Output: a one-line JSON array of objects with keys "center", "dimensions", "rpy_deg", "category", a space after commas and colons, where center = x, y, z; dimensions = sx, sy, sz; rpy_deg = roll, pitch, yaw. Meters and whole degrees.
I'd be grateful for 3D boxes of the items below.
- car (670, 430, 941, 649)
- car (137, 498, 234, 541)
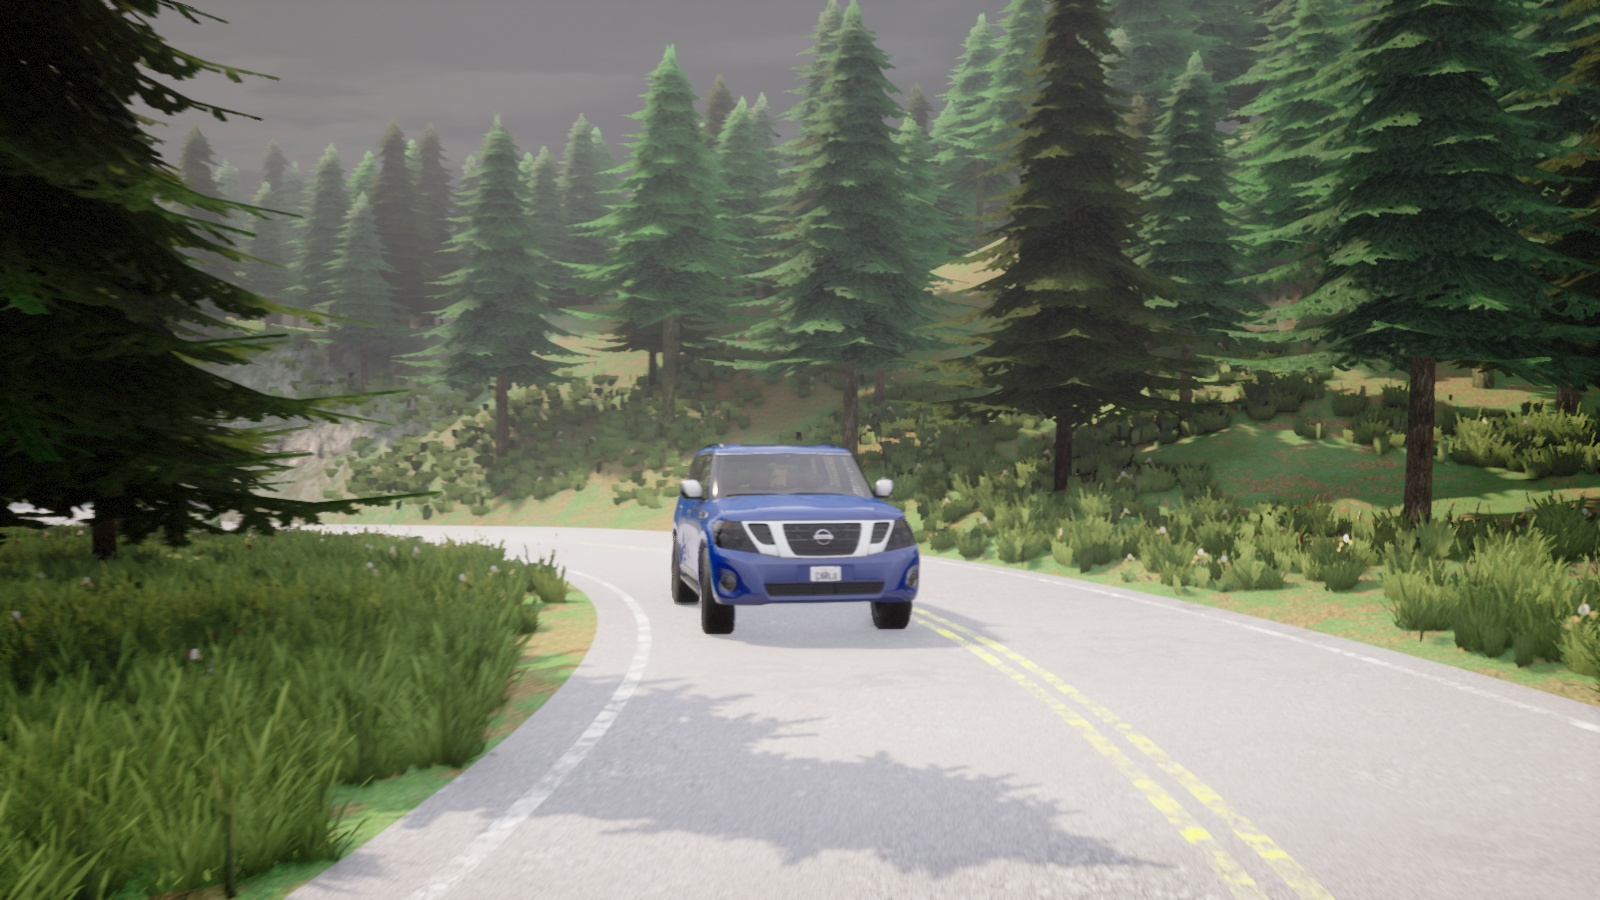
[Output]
[{"center": [-0.211, 0.915, 14.709], "dimensions": [2.150, 2.045, 5.566], "rpy_deg": [0, -2, -11], "category": "car"}, {"center": [-25.195, 2.841, 51.418], "dimensions": [4.514, 1.525, 2.007], "rpy_deg": [-3, 0, 43], "category": "car"}]
